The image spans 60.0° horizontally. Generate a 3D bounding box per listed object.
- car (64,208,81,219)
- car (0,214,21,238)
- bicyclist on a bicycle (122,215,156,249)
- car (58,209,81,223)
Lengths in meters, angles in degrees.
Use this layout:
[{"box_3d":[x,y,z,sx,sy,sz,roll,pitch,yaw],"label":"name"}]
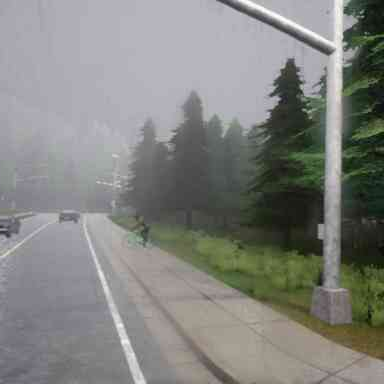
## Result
[{"box_3d":[-16.989,3.089,47.382,1.994,1.385,4.181,3,-3,-17],"label":"car"},{"box_3d":[-12.226,2.117,21.149,1.895,1.301,4.718,3,-3,-19],"label":"car"},{"box_3d":[-2.524,1.938,16.067,1.656,1.620,0.582,3,-3,-19],"label":"bicyclist on a bicycle"},{"box_3d":[-13.825,2.667,37.396,1.882,1.535,5.008,3,-3,-17],"label":"car"}]
